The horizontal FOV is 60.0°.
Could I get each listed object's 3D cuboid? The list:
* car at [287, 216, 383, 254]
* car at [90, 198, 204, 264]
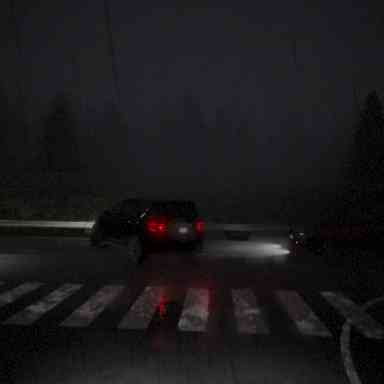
[{"bbox_3d":[6.088,1.682,13.626,4.181,1.385,1.994,1,0,2],"label":"car"},{"bbox_3d":[-1.820,1.250,12.264,2.150,2.045,5.566,3,-2,-35],"label":"car"}]
